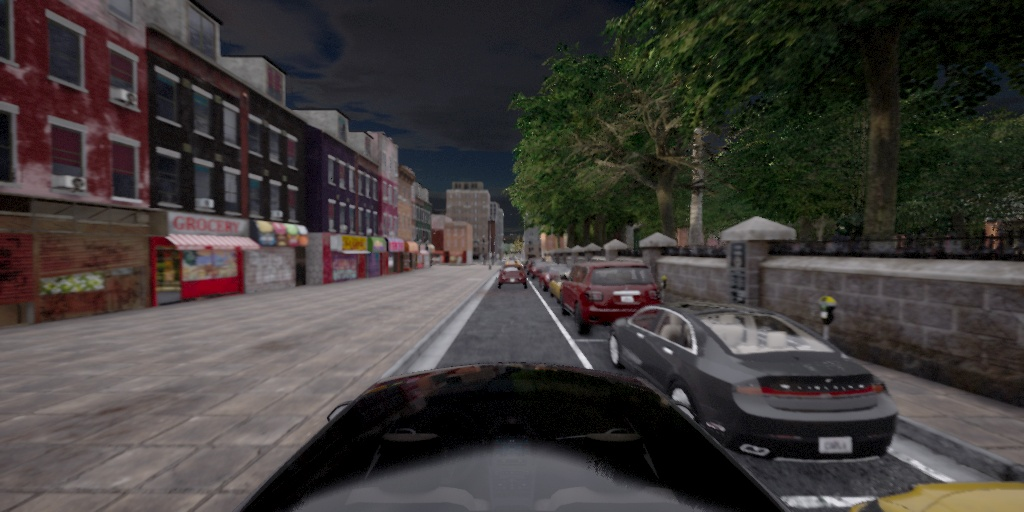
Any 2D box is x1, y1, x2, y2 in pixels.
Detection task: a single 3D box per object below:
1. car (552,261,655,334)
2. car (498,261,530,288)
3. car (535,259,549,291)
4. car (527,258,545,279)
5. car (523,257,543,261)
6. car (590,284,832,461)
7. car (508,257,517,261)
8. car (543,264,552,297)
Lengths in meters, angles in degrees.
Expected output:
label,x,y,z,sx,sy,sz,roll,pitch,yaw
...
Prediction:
label,x,y,z,sx,sy,sz,roll,pitch,yaw
car,2.635,1.056,10.546,2.192,1.841,5.009,0,0,0
car,0.046,1.266,23.768,1.812,1.442,4.674,0,0,1
car,2.633,1.179,21.447,1.967,1.591,4.097,0,0,0
car,2.631,1.186,32.346,1.967,1.591,4.097,0,0,0
car,2.630,1.069,37.796,2.192,1.841,5.009,0,0,0
car,2.636,1.296,5.097,2.007,1.370,4.403,0,0,0
car,0.086,1.247,45.787,1.882,1.535,5.008,0,0,0
car,2.634,1.265,16.166,1.751,1.417,4.829,0,0,0
